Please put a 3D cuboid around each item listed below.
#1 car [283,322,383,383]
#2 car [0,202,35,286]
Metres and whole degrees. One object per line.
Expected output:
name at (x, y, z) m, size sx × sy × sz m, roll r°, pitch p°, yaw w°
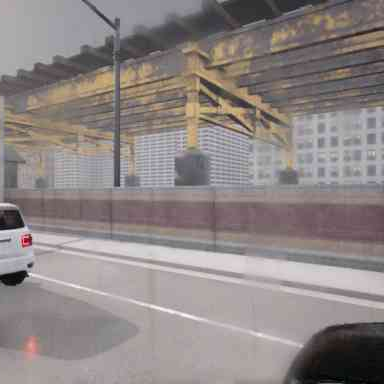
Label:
car at (2.683, 1.575, 2.096) m, size 4.181 × 1.385 × 1.994 m, roll 0°, pitch 0°, yaw 35°
car at (-6.186, 1.246, 8.314) m, size 5.566 × 2.045 × 2.150 m, roll 0°, pitch 0°, yaw 36°
